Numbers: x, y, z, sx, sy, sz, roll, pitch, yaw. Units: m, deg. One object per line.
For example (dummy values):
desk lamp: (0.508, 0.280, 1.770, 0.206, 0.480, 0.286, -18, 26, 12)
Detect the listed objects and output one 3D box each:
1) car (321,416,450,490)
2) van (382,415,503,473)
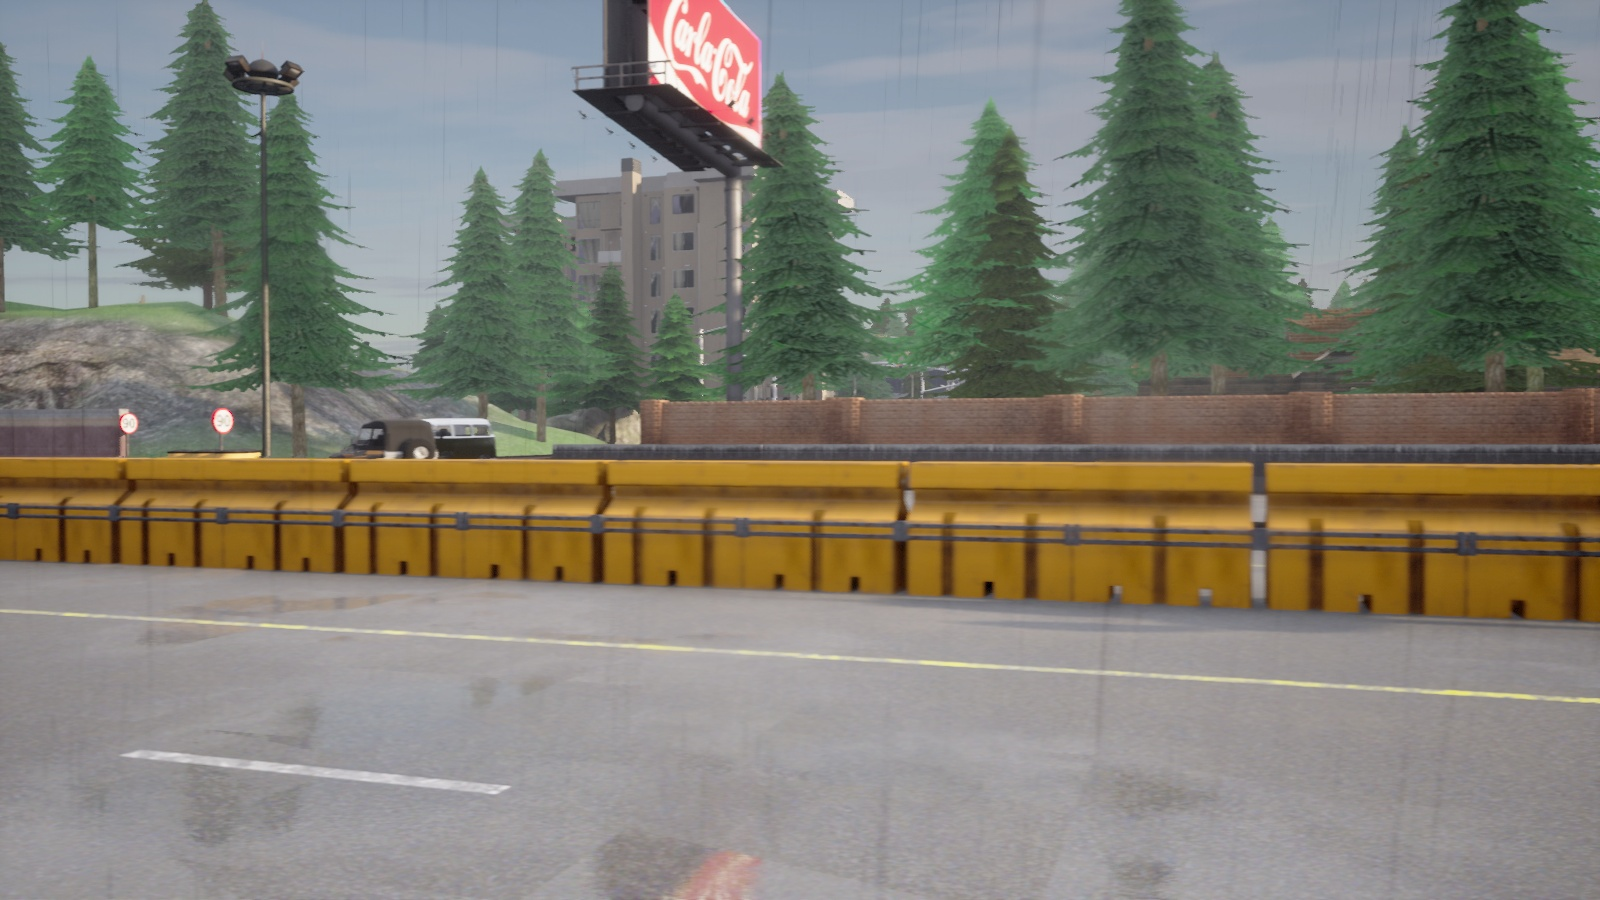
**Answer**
car: (-11.291, 0.033, 34.115, 1.905, 1.878, 3.866, -1, 2, -42)
van: (-13.092, -0.261, 46.308, 2.069, 2.038, 4.480, 1, 1, 19)
